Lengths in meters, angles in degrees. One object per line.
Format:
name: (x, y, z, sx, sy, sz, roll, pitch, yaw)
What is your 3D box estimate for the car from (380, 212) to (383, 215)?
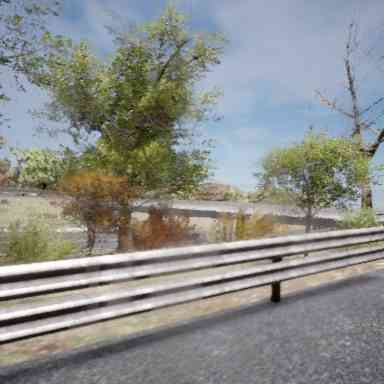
car: (31.400, 3.640, 55.209, 4.718, 1.301, 1.895, 2, -3, 22)
